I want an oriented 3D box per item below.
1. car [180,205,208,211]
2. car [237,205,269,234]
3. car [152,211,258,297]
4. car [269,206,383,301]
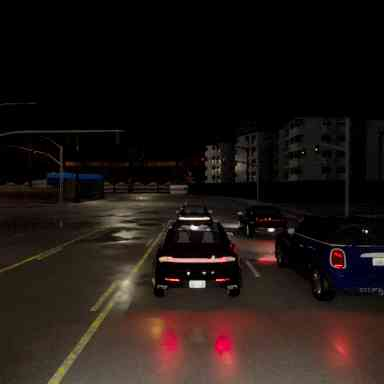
[{"bbox_3d":[0.117,1.450,17.990,2.128,1.511,4.902,0,0,0],"label":"car"},{"bbox_3d":[3.615,1.468,17.605,1.837,1.490,4.892,0,0,0],"label":"car"},{"bbox_3d":[0.106,1.487,8.577,2.128,1.511,4.902,0,0,0],"label":"car"},{"bbox_3d":[3.607,1.348,8.484,2.097,1.767,4.553,0,0,0],"label":"car"}]
